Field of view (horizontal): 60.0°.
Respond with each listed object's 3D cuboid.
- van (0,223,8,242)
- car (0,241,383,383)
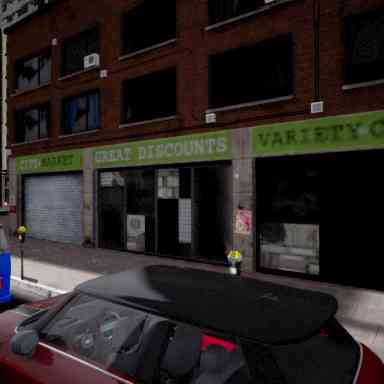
[{"bbox_3d":[-5.123,1.343,6.379,3.998,1.788,1.690,0,0,35],"label":"van"},{"bbox_3d":[-0.490,1.440,3.075,4.097,1.590,1.967,0,0,35],"label":"car"}]
